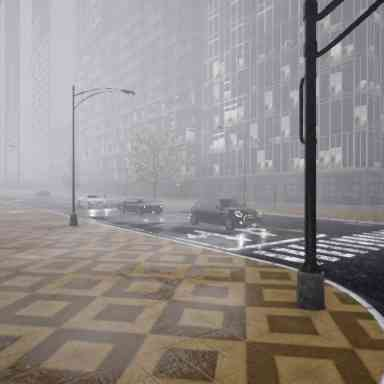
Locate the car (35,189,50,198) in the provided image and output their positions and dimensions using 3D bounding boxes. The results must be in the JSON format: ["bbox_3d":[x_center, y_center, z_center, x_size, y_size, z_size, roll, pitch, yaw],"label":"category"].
[{"bbox_3d":[-28.630,0.236,63.570,1.882,1.535,5.008,0,1,-38],"label":"car"}]

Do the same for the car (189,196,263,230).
[{"bbox_3d":[1.872,1.104,19.190,2.097,1.767,4.553,0,1,-38],"label":"car"}]

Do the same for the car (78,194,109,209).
[{"bbox_3d":[-10.533,0.910,34.941,1.812,1.442,4.674,0,1,-38],"label":"car"}]

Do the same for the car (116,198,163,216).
[{"bbox_3d":[-4.287,1.171,26.993,1.895,1.301,4.718,0,1,-38],"label":"car"}]
